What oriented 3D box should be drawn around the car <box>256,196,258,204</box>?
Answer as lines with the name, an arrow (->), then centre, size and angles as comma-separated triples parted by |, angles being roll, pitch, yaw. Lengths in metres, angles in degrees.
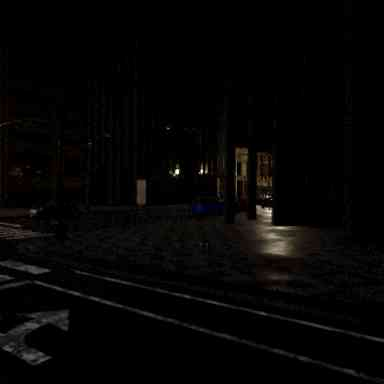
car -> 11.089, 1.463, 55.411 | 2.128, 1.511, 4.902 | 1, 0, 36

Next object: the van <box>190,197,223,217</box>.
van -> 1.509, 1.395, 32.298 | 1.690, 1.788, 3.998 | 1, 1, 36

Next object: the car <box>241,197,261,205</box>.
car -> 10.518, 1.523, 59.342 | 1.802, 1.307, 4.206 | 1, 0, 36

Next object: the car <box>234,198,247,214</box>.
car -> 4.692, 1.629, 36.712 | 1.802, 1.307, 4.206 | 1, 1, 36

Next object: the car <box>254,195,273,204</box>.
car -> 13.705, 1.386, 63.753 | 1.967, 1.590, 4.097 | 1, 0, 36

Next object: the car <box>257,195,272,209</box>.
car -> 11.063, 1.478, 45.532 | 1.967, 1.590, 4.097 | 1, 0, 36

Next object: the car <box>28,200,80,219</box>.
car -> -11.776, 1.405, 28.467 | 1.967, 1.590, 4.097 | 1, 1, 36
